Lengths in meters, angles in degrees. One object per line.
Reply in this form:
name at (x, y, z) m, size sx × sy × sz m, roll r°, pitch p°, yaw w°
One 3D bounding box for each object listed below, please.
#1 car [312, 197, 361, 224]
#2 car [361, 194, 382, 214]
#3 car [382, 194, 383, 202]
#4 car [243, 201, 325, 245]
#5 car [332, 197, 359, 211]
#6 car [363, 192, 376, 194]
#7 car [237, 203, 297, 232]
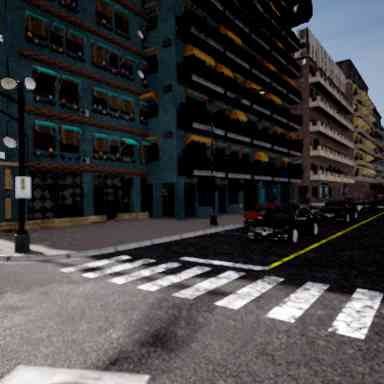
car at (10.205, 1.303, 23.254) m, size 1.837 × 1.490 × 4.892 m, roll -1°, pitch 0°, yaw 36°
car at (16.209, 1.210, 31.498) m, size 2.128 × 1.511 × 4.902 m, roll -1°, pitch 0°, yaw 36°
car at (33.975, 1.056, 60.358) m, size 2.008 × 1.369 × 4.403 m, roll -1°, pitch 0°, yaw 36°
car at (4.271, 1.383, 15.091) m, size 1.837 × 1.490 × 4.892 m, roll -1°, pitch 0°, yaw 36°
car at (17.326, 1.283, 37.447) m, size 1.947 × 1.339 × 4.313 m, roll -1°, pitch 0°, yaw 36°
car at (27.312, 0.903, 51.194) m, size 2.192 × 1.841 × 5.009 m, roll -1°, pitch 0°, yaw 36°
car at (4.653, 1.431, 20.163) m, size 1.887 × 1.381 × 4.507 m, roll -1°, pitch 0°, yaw 36°
